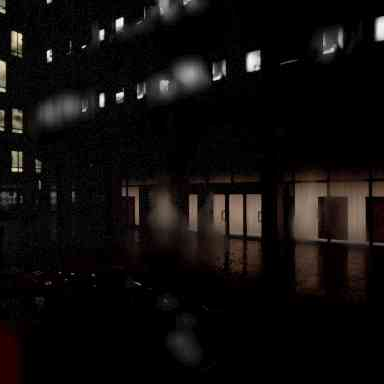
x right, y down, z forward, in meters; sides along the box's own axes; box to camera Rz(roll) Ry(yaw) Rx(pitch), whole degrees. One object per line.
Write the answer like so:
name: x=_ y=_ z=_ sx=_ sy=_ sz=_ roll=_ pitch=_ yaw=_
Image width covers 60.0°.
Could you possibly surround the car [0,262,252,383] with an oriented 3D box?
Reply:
car: x=-1.523 y=1.545 z=3.985 sx=4.507 sy=1.381 sz=1.887 roll=0 pitch=0 yaw=36
